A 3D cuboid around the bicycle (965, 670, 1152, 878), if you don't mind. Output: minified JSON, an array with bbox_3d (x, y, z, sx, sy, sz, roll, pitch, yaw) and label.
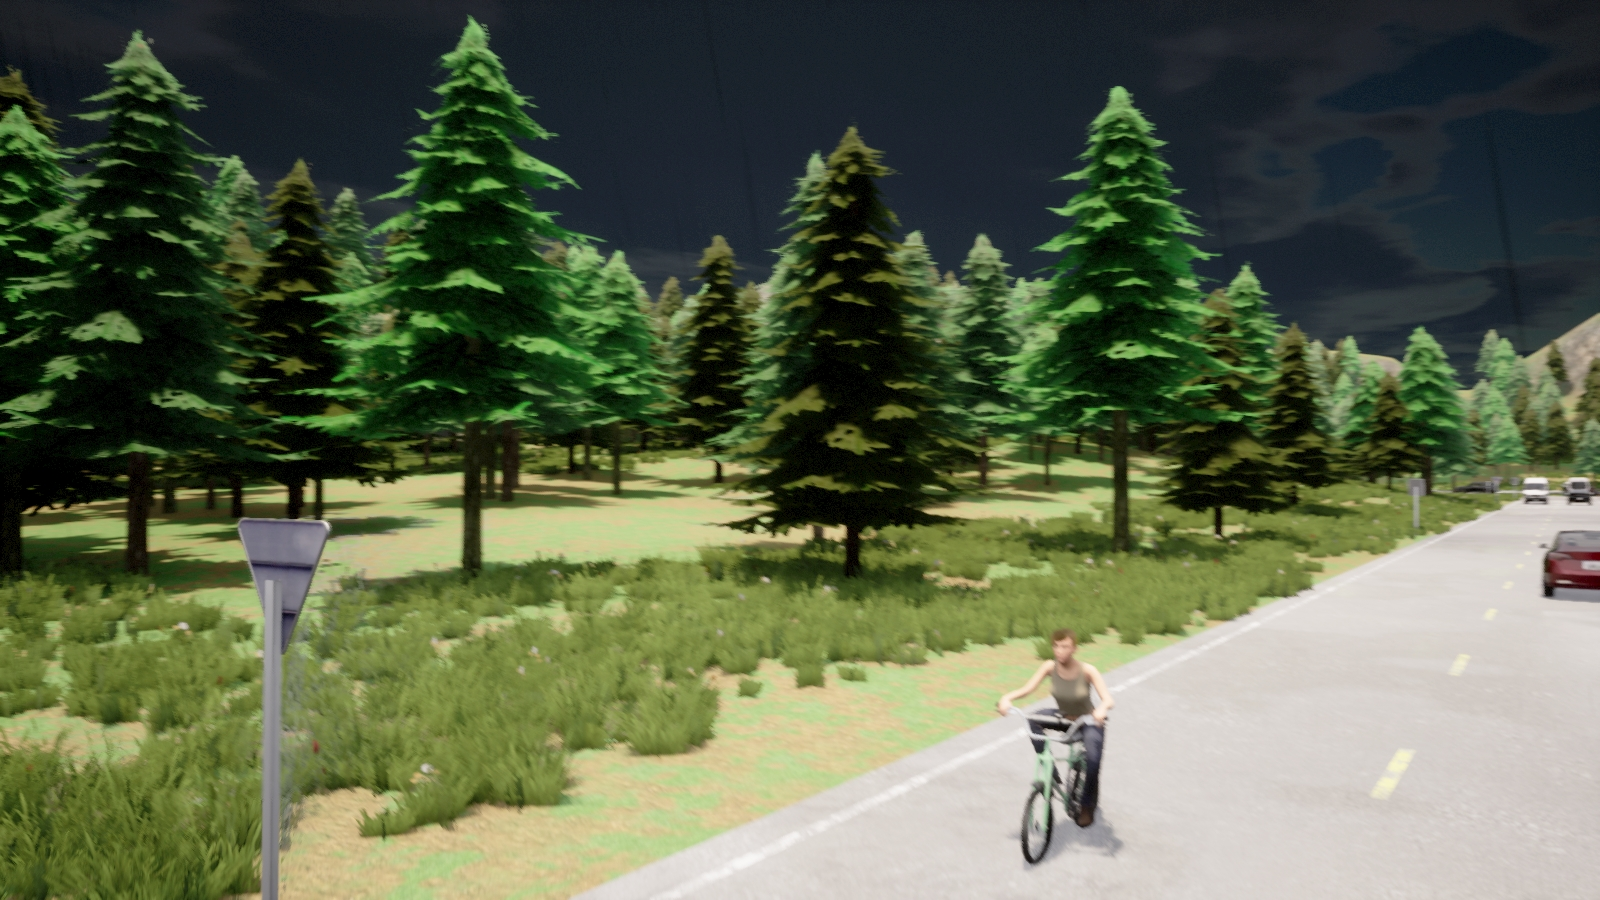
[{"bbox_3d":[1.955,2.333,8.502,0.859,1.080,1.487,-1,-1,34],"label":"bicycle"}]

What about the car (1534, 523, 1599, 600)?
[{"bbox_3d":[18.665,2.561,26.918,2.163,1.488,4.792,-1,-2,34],"label":"car"}]
